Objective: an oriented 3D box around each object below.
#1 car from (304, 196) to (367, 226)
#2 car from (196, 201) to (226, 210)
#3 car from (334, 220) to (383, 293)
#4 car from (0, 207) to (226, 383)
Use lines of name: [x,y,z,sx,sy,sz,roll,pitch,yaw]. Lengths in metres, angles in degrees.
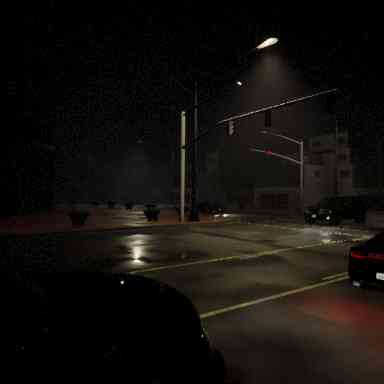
car: [10.643,1.344,24.484,5.566,2.045,2.150,1,0,-36]
car: [1.757,1.656,36.105,1.994,1.385,4.181,1,-1,-35]
car: [5.718,1.498,7.862,5.008,1.535,1.882,0,0,-35]
car: [-2.361,1.222,2.060,5.566,2.045,2.150,0,0,-36]
